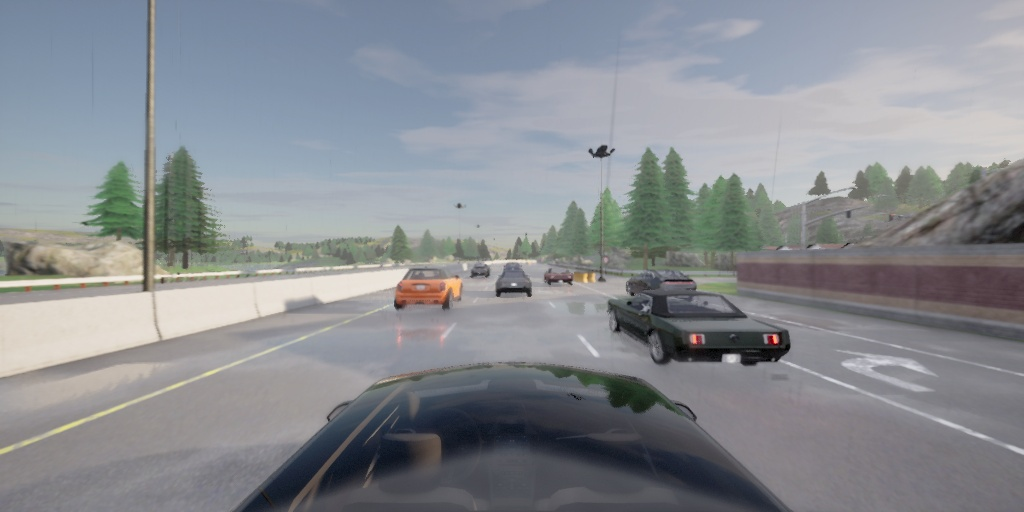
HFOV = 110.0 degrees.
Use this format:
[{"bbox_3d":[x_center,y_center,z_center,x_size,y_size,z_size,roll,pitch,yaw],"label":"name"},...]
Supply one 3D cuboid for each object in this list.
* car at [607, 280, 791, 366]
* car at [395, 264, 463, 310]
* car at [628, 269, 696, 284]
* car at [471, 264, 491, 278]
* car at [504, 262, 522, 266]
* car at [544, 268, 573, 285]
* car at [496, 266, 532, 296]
[{"bbox_3d":[3.599,1.409,8.093,1.895,1.301,4.718,0,-1,0],"label":"car"},{"bbox_3d":[-3.401,1.226,15.499,2.097,1.767,4.553,0,-1,0],"label":"car"},{"bbox_3d":[7.099,1.384,17.475,2.128,1.511,4.902,0,-1,0],"label":"car"},{"bbox_3d":[-3.402,1.586,39.734,2.128,1.511,4.902,0,0,0],"label":"car"},{"bbox_3d":[0.098,1.454,40.756,2.097,1.767,4.553,0,-1,0],"label":"car"},{"bbox_3d":[3.598,1.594,28.629,1.895,1.301,4.718,0,-1,0],"label":"car"},{"bbox_3d":[0.099,1.487,20.841,1.994,1.385,4.181,0,0,0],"label":"car"}]
